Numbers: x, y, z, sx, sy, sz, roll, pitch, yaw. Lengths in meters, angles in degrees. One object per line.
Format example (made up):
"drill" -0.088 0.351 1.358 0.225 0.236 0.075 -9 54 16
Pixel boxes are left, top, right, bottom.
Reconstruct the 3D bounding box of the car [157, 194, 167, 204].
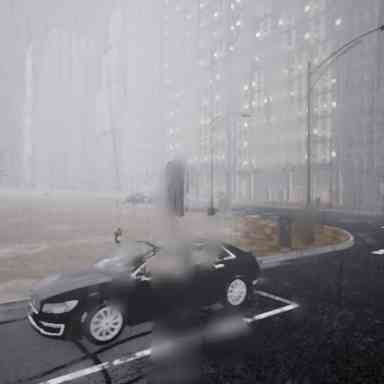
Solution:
"car" -4.078 0.891 44.689 1.994 1.385 4.181 1 1 -35

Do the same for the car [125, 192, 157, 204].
"car" -7.039 0.785 43.258 2.128 1.511 4.902 1 1 -35

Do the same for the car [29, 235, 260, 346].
"car" -0.625 1.544 6.262 4.403 1.369 2.008 0 1 -35
